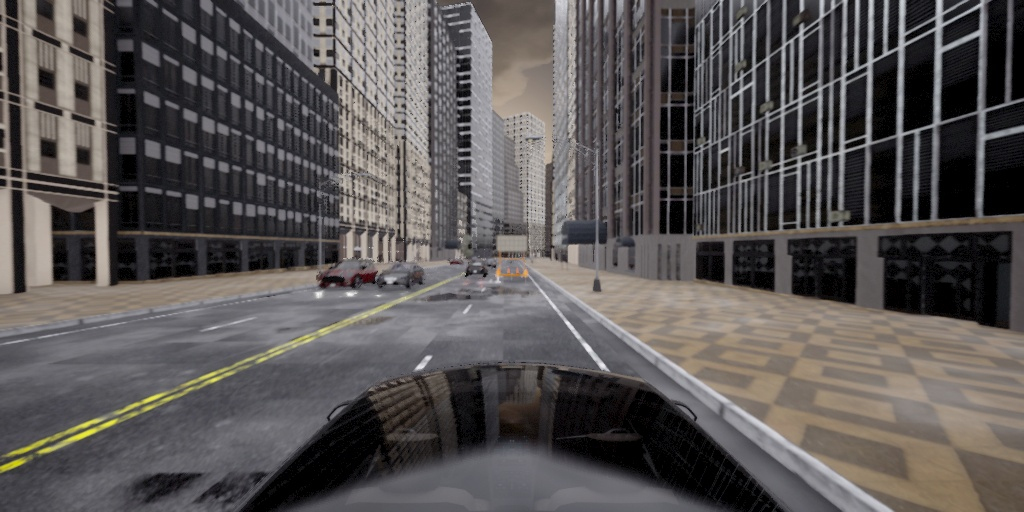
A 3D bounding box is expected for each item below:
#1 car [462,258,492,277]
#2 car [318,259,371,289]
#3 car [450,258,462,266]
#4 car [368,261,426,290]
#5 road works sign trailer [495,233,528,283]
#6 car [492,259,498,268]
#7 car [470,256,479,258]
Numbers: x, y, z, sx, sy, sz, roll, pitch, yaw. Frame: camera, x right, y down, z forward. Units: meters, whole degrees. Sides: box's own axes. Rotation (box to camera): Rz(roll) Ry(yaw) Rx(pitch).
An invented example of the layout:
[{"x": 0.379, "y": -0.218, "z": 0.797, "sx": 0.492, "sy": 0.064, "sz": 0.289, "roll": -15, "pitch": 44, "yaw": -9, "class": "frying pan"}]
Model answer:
[{"x": -3.155, "y": 1.138, "z": 32.979, "sx": 1.812, "sy": 1.442, "sz": 4.674, "roll": 0, "pitch": 0, "yaw": 0, "class": "car"}, {"x": -9.850, "y": 1.012, "z": 21.957, "sx": 2.097, "sy": 1.767, "sz": 4.553, "roll": 0, "pitch": 0, "yaw": 0, "class": "car"}, {"x": -9.785, "y": 1.078, "z": 63.620, "sx": 1.895, "sy": 1.301, "sz": 4.718, "roll": 0, "pitch": 0, "yaw": 1, "class": "car"}, {"x": -6.601, "y": 1.152, "z": 21.867, "sx": 2.128, "sy": 1.511, "sz": 4.902, "roll": 0, "pitch": 0, "yaw": 0, "class": "car"}, {"x": 0.002, "y": 0.103, "z": 26.986, "sx": 2.380, "sy": 3.560, "sz": 2.880, "roll": 0, "pitch": 0, "yaw": 1, "class": "road works sign trailer"}, {"x": -3.159, "y": 1.074, "z": 52.683, "sx": 2.033, "sy": 1.411, "sz": 5.357, "roll": 0, "pitch": 0, "yaw": 0, "class": "car"}, {"x": -6.544, "y": 0.836, "z": 62.330, "sx": 2.097, "sy": 1.767, "sz": 4.553, "roll": 0, "pitch": 0, "yaw": 1, "class": "car"}]
